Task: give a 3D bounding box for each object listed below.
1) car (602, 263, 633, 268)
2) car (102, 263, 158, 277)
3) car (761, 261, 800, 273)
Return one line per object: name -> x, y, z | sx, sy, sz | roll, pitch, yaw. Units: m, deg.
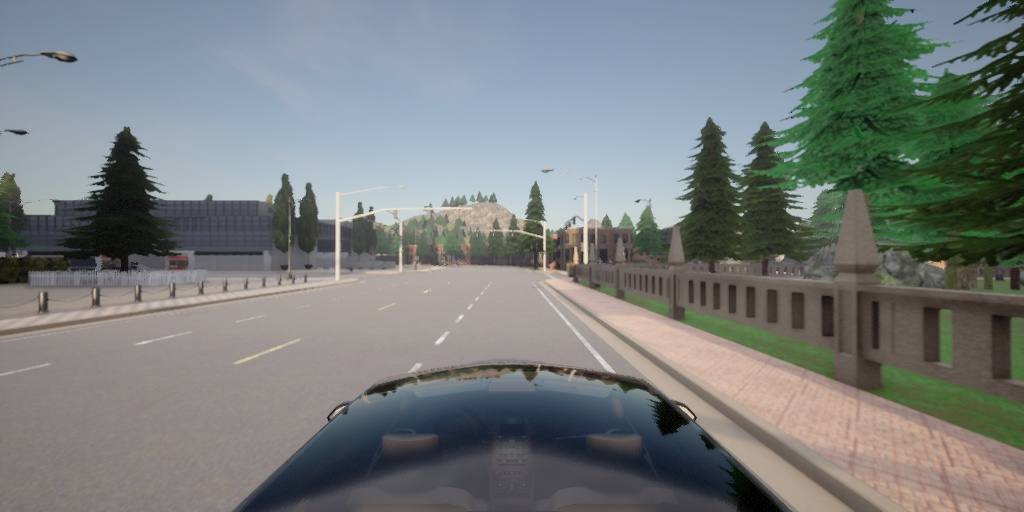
car -> 10.687, 1.455, 37.609 | 4.902, 1.511, 2.128 | 0, -1, 0
car -> -39.910, 1.453, 37.554 | 4.902, 1.511, 2.128 | 0, -1, 0
car -> 32.880, 1.345, 44.634 | 5.357, 1.411, 2.033 | 0, -1, 0
